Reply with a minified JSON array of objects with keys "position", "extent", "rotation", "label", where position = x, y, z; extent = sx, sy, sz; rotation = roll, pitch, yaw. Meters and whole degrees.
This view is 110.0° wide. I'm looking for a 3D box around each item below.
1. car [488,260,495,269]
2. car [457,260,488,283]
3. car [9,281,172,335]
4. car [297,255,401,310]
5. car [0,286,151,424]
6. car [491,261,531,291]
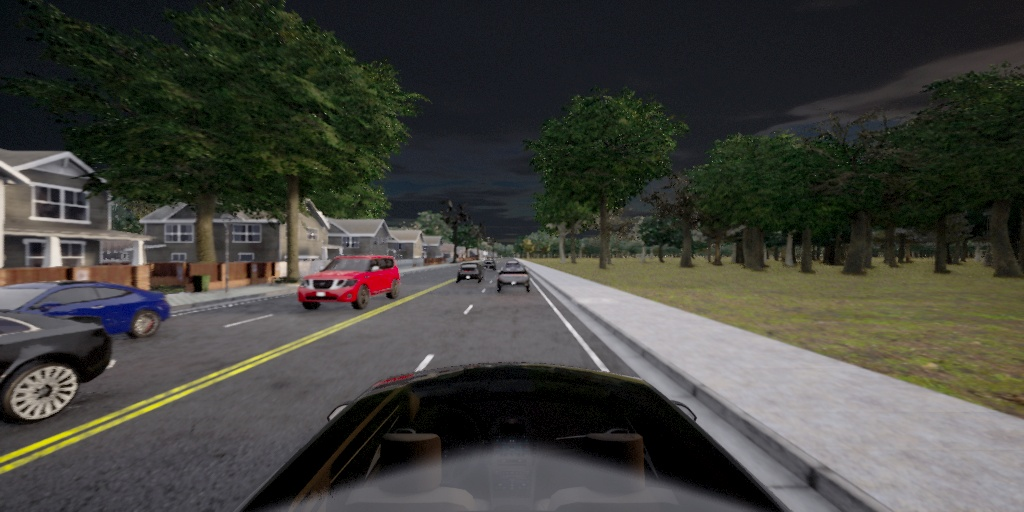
[{"position":[-3.161,1.264,50.525],"extent":[1.837,1.490,4.892],"rotation":[0,0,0],"label":"car"},{"position":[-3.159,1.260,28.123],"extent":[1.837,1.490,4.892],"rotation":[0,0,0],"label":"car"},{"position":[-9.836,1.276,7.486],"extent":[1.812,1.442,4.674],"rotation":[0,0,0],"label":"car"},{"position":[-6.531,0.975,15.200],"extent":[2.150,2.045,5.566],"rotation":[0,0,2],"label":"car"},{"position":[-6.560,1.243,2.964],"extent":[2.128,1.511,4.902],"rotation":[0,0,0],"label":"car"},{"position":[0.094,1.245,21.721],"extent":[2.128,1.511,4.902],"rotation":[0,0,0],"label":"car"}]
